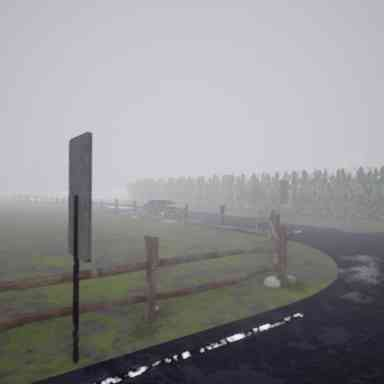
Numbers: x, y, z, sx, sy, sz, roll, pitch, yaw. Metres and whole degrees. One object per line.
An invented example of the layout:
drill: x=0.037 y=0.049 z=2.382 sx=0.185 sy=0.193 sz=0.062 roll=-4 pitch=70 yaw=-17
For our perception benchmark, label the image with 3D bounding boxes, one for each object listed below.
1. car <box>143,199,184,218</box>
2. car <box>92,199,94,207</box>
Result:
car: x=-2.366 y=1.347 z=27.688 sx=1.837 sy=1.490 sz=4.892 roll=1 pitch=0 yaw=-35
car: x=-15.112 y=1.085 z=45.961 sx=2.097 sy=1.767 sz=4.553 roll=1 pitch=0 yaw=-34
